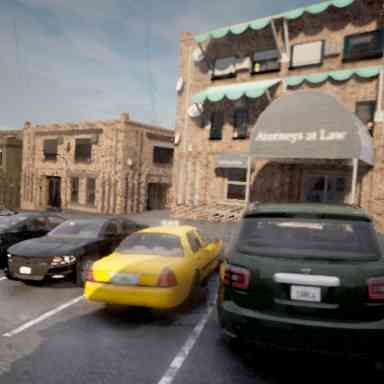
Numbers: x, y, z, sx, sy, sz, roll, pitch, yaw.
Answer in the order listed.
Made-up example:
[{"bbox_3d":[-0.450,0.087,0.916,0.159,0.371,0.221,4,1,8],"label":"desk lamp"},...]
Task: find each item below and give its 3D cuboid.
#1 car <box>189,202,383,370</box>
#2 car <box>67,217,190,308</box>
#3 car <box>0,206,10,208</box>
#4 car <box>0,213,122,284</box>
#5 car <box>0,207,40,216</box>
[{"bbox_3d":[1.922,1.207,6.116,2.435,2.045,5.566,0,-1,16],"label":"car"},{"bbox_3d":[-0.424,1.437,7.962,1.946,1.575,5.366,0,-1,15],"label":"car"},{"bbox_3d":[-7.668,1.293,12.849,2.185,1.767,4.553,0,-1,15],"label":"car"},{"bbox_3d":[-2.864,1.427,9.488,2.097,1.535,5.008,1,-1,15],"label":"car"},{"bbox_3d":[-5.263,1.418,11.173,2.097,1.535,5.008,0,-1,15],"label":"car"}]
